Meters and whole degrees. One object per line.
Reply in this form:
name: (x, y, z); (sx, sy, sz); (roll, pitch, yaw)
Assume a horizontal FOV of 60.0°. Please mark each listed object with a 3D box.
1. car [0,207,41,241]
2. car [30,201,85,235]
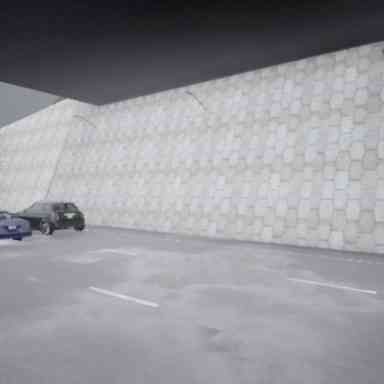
car: (-9.337, 1.476, 14.982); (5.357, 1.411, 2.033); (0, 0, 36)
car: (-7.997, 1.277, 18.327); (4.553, 1.767, 2.097); (0, 0, 36)
